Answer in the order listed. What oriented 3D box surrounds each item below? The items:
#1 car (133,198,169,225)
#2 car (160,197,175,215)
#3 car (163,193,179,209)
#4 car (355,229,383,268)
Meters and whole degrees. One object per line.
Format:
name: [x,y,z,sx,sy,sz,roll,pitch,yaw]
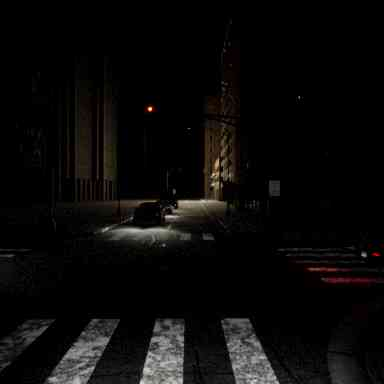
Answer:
car: [-3.052,1.478,24.437,1.882,1.535,5.008,0,0,0]
car: [-3.034,1.526,34.401,1.812,1.442,4.674,0,0,0]
car: [-2.999,1.222,45.111,2.150,2.045,5.566,0,0,1]
car: [7.003,1.523,9.141,4.674,1.442,1.812,0,0,0]
